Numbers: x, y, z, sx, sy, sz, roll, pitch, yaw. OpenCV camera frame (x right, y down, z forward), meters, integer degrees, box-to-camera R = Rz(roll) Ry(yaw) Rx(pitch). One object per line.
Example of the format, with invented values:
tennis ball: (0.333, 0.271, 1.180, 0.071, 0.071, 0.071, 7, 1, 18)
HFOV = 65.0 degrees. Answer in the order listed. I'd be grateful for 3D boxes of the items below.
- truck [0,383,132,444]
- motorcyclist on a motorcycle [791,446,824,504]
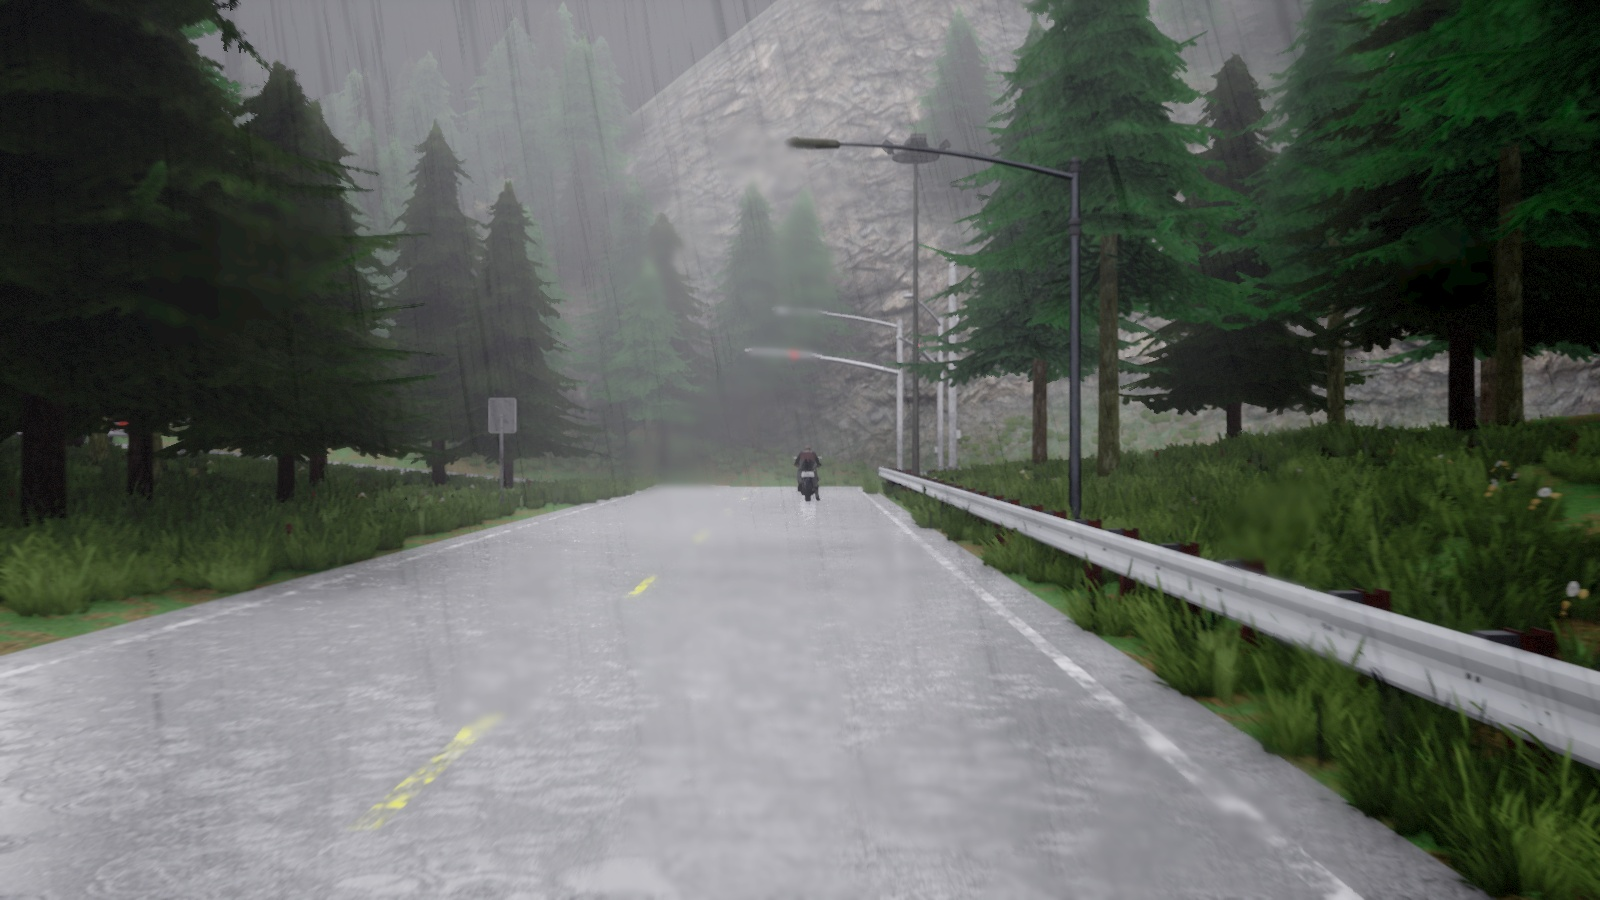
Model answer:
truck: (-35.361, -1.747, 60.142, 5.204, 2.467, 2.627, 5, 0, 4)
motorcyclist on a motorcycle: (0.212, 0.649, 34.275, 0.866, 1.530, 2.191, 0, 0, 0)
